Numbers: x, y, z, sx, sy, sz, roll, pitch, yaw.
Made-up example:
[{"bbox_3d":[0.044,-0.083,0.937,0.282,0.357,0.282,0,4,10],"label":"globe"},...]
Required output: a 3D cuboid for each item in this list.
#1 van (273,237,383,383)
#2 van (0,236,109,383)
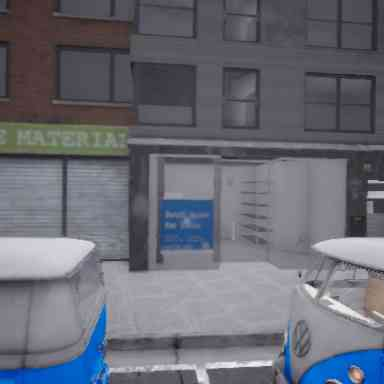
[{"bbox_3d":[2.919,1.369,3.224,3.998,1.788,1.690,1,0,-7],"label":"van"},{"bbox_3d":[-2.619,1.248,2.514,3.998,1.788,1.690,1,0,-7],"label":"van"}]
